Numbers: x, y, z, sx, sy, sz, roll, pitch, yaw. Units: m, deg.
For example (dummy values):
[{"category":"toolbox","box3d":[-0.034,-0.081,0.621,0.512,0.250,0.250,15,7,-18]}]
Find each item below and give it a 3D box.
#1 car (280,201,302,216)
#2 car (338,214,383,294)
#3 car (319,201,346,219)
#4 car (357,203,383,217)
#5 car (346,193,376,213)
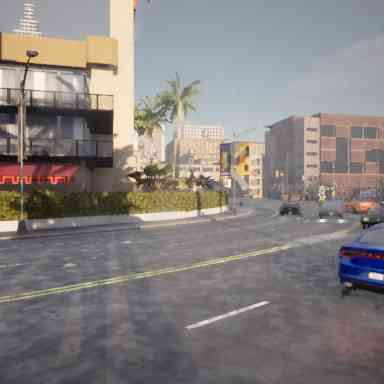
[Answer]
[{"category":"car","box3d":[9.521,1.584,31.805,1.895,1.301,4.718,0,0,20]},{"category":"car","box3d":[5.350,1.475,8.081,5.008,1.535,1.882,0,0,-43]},{"category":"car","box3d":[12.105,1.512,28.956,1.812,1.442,4.674,0,0,22]},{"category":"car","box3d":[11.708,1.593,20.495,1.895,1.301,4.718,0,0,34]},{"category":"car","box3d":[18.006,1.336,35.846,2.097,1.767,4.553,0,0,13]}]
